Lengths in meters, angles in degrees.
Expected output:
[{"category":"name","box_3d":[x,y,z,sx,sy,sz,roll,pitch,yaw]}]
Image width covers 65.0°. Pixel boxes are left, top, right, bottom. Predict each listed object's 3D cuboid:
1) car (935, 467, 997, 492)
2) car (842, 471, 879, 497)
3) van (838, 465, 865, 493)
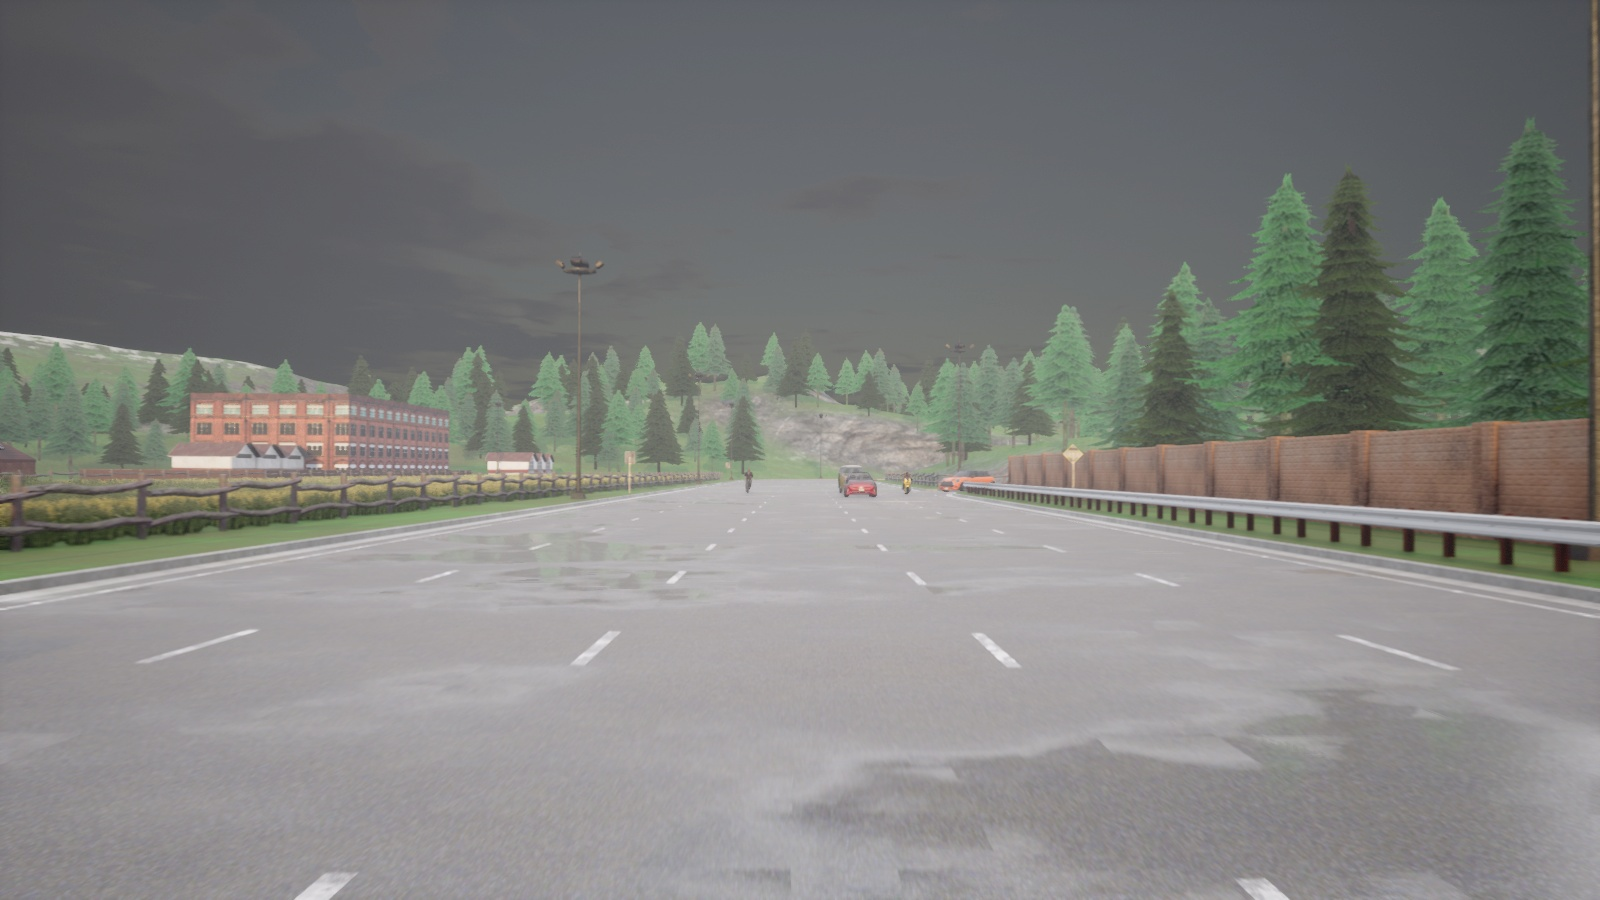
[{"category":"car","box_3d":[12.469,2.201,94.197,4.553,1.767,2.097,1,-1,-40]},{"category":"car","box_3d":[3.607,2.017,75.786,2.007,1.525,4.514,0,-1,0]},{"category":"van","box_3d":[3.654,2.059,89.871,1.775,1.987,4.442,0,-1,0]}]
